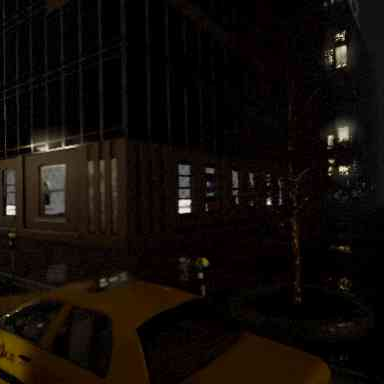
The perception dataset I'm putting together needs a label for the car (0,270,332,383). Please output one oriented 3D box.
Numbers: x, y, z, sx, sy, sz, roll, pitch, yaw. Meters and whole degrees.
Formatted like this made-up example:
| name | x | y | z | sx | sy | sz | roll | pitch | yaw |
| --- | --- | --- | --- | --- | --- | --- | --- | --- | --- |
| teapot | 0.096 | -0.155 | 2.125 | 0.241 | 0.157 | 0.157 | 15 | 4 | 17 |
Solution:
| name | x | y | z | sx | sy | sz | roll | pitch | yaw |
| --- | --- | --- | --- | --- | --- | --- | --- | --- | --- |
| car | -1.058 | 1.540 | 3.606 | 4.829 | 1.417 | 1.752 | 0 | -1 | 35 |
